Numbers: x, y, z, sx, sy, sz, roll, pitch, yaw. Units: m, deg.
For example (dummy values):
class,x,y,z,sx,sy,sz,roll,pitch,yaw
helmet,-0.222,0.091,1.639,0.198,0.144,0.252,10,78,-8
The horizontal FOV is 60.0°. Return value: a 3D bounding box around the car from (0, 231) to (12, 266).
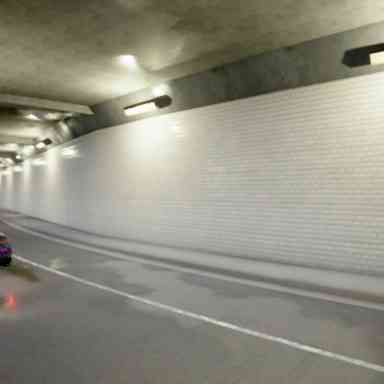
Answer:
class,x,y,z,sx,sy,sz,roll,pitch,yaw
car,-7.252,1.541,10.571,4.674,1.442,1.812,0,0,44
